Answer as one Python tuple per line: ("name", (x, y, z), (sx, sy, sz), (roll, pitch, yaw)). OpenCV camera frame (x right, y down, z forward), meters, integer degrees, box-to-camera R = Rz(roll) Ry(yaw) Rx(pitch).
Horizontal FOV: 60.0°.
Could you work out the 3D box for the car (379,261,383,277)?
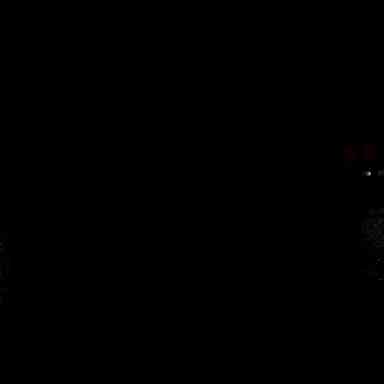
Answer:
("car", (6.731, 1.458, 8.247), (5.357, 1.411, 2.033), (-1, 0, -35))
